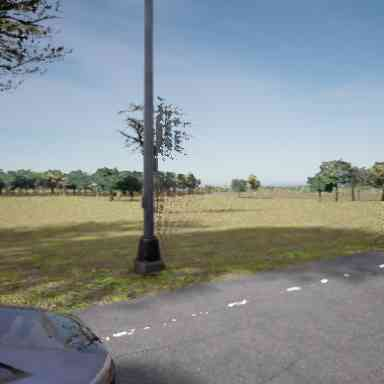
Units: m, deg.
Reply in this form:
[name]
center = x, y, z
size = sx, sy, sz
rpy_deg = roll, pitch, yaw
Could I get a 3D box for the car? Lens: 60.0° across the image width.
[car]
center = -2.590, 1.563, 2.117
size = 4.181, 1.385, 1.994
rpy_deg = 0, 0, -35
